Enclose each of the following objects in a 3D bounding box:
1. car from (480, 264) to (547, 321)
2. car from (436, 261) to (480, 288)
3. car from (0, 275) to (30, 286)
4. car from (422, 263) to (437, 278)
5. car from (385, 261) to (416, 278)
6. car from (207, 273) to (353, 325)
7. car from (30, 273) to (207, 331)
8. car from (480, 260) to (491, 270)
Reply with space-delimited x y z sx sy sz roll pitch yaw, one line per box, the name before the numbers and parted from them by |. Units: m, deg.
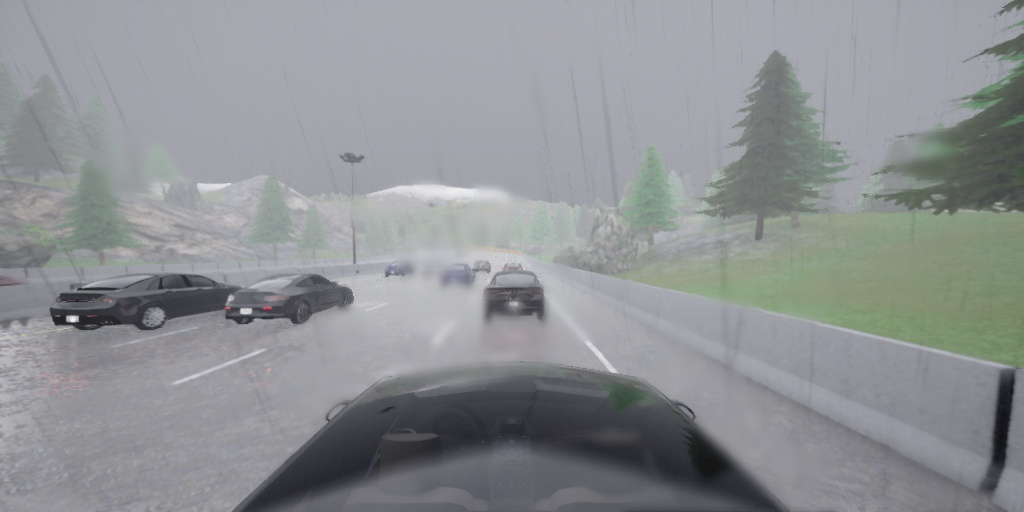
car | 0.103 1.209 12.465 1.882 1.535 5.008 0 0 0
car | -3.394 1.239 23.367 1.812 1.442 4.674 0 0 0
car | -20.997 1.303 13.134 1.812 1.442 4.674 0 0 0
car | -6.891 1.297 33.231 1.895 1.301 4.718 0 0 0
car | -10.378 1.222 33.443 1.812 1.442 4.674 0 0 0
car | -6.896 1.259 11.599 1.812 1.442 4.674 0 0 0
car | -10.397 1.239 10.908 1.837 1.490 4.892 0 0 0
car | -3.388 1.223 41.911 2.033 1.411 5.357 0 0 0
